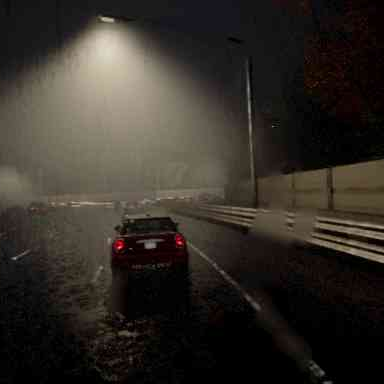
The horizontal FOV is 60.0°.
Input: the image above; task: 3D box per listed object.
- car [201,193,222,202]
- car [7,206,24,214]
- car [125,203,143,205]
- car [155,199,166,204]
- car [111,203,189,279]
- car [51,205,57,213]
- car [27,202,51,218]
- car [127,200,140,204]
[{"bbox_3d":[4.475,1.230,77.497,5.566,2.045,2.150,-3,0,-43],"label":"car"},{"bbox_3d":[-32.583,3.247,61.435,2.033,1.411,5.357,-3,0,-41],"label":"car"},{"bbox_3d":[-4.394,1.843,25.791,1.994,1.385,4.181,-3,0,-12],"label":"car"},{"bbox_3d":[-5.334,1.986,61.211,1.994,1.385,4.181,-3,0,17],"label":"car"},{"bbox_3d":[-1.442,1.450,10.832,2.097,1.767,4.553,-3,0,-9],"label":"car"},{"bbox_3d":[-24.481,2.876,56.841,1.994,1.385,4.181,-3,0,-36],"label":"car"},{"bbox_3d":[-21.179,2.348,45.427,2.150,2.045,5.566,-3,0,-29],"label":"car"},{"bbox_3d":[-7.230,1.807,41.303,2.097,1.767,4.553,-3,0,-7],"label":"car"}]
